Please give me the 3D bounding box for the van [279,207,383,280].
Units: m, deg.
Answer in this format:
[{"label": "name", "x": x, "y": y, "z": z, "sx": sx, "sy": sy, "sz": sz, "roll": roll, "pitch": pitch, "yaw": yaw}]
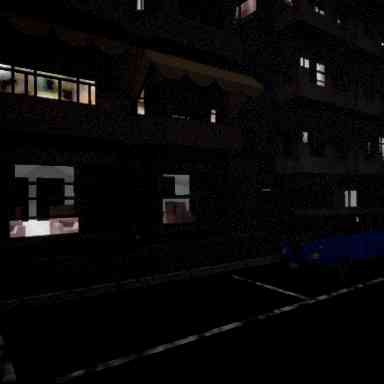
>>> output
[{"label": "van", "x": 4.273, "y": 1.339, "z": 9.619, "sx": 3.998, "sy": 1.788, "sz": 1.690, "roll": 0, "pitch": 0, "yaw": -35}]
